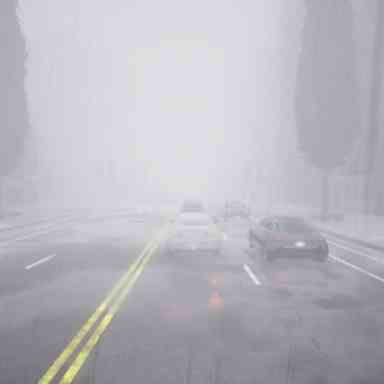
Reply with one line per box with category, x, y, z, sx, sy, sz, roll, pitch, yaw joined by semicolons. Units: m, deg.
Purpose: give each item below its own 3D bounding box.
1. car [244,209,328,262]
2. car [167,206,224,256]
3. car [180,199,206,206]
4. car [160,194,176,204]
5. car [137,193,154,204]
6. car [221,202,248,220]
car;3.315;1.553;12.155;1.994;1.385;4.181;0;0;0
car;0.072;1.511;12.919;1.812;1.442;4.674;0;0;1
car;0.063;1.338;27.644;1.837;1.490;4.892;0;1;0
car;-3.341;0.985;46.707;1.994;1.385;4.181;0;1;0
car;-6.588;0.903;47.630;1.837;1.490;4.892;0;1;0
car;3.304;1.454;26.155;1.895;1.301;4.718;0;1;0
